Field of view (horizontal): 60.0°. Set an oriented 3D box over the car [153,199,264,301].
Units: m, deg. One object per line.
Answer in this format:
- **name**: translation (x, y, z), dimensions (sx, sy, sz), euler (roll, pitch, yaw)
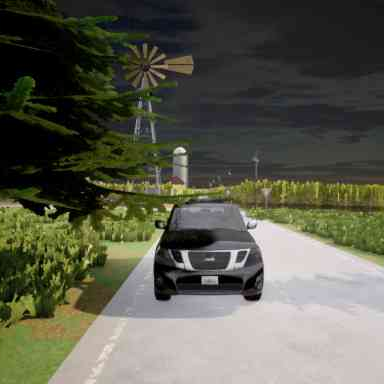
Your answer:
- **car**: translation (0.334, 1.221, 8.691), dimensions (2.150, 2.045, 5.566), euler (0, 0, 0)
